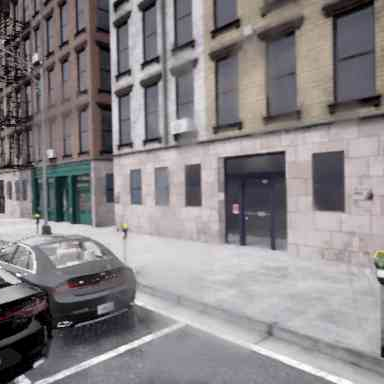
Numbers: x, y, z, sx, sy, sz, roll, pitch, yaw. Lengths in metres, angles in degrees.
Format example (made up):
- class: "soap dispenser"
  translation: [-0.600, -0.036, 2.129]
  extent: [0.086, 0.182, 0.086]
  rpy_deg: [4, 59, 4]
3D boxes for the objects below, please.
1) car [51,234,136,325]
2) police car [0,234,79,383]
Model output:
- class: "car"
  translation: [-2.837, 1.509, 6.507]
  extent: [4.403, 1.369, 2.008]
  rpy_deg: [0, 1, 45]
- class: "police car"
  translation: [-4.090, 1.441, 4.566]
  extent: [5.238, 1.638, 1.930]
  rpy_deg: [-1, 1, 34]
